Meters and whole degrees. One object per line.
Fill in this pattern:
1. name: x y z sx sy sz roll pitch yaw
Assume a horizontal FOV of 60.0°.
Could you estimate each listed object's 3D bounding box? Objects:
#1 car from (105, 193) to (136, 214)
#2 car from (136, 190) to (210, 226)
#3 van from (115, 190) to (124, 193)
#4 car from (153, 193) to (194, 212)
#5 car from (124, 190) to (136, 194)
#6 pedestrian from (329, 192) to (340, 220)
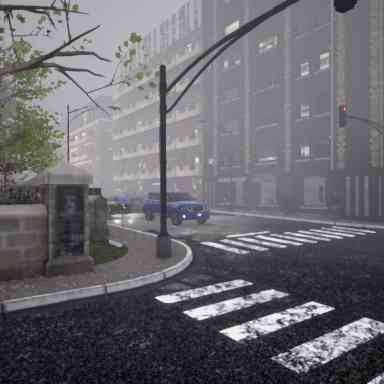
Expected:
1. car: -6.855 1.098 29.322 1.994 1.385 4.181 0 1 -36
2. car: -1.194 0.926 21.594 2.150 2.045 5.566 0 1 -36
3. van: -8.401 0.654 41.249 1.690 1.788 3.998 1 1 -36
4. car: -1.873 0.949 32.341 1.967 1.590 4.097 1 1 -36
5. car: -5.136 0.726 36.794 2.192 1.841 5.009 1 1 -36
6. pedestrian: 9.402 0.902 21.910 0.375 1.860 0.375 1 -1 -36
